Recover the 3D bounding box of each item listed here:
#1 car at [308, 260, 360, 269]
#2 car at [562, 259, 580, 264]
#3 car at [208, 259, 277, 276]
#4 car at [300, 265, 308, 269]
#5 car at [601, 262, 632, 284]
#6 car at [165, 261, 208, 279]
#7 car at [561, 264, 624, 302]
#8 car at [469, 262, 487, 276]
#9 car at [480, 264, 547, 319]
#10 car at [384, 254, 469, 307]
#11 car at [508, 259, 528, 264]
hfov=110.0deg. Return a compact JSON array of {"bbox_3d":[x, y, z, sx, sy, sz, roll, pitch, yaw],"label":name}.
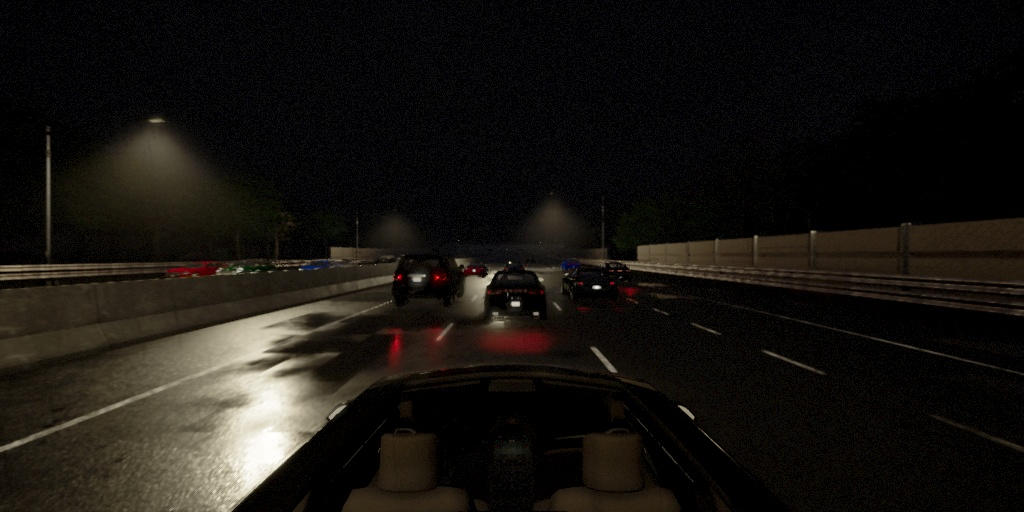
[{"bbox_3d":[-14.018,1.177,29.367,2.128,1.511,4.902,0,0,0],"label":"car"},{"bbox_3d":[7.284,1.131,44.595,1.882,1.535,5.008,0,0,0],"label":"car"},{"bbox_3d":[-21.021,1.038,28.573,2.097,1.767,4.553,0,0,0],"label":"car"},{"bbox_3d":[-17.494,1.155,33.108,1.882,1.535,5.008,0,0,0],"label":"car"},{"bbox_3d":[7.155,1.186,25.942,2.128,1.511,4.902,0,0,0],"label":"car"},{"bbox_3d":[-24.523,1.164,28.407,1.882,1.535,5.008,0,0,0],"label":"car"},{"bbox_3d":[3.522,1.276,16.864,1.994,1.385,4.181,0,0,0],"label":"car"},{"bbox_3d":[-3.299,1.242,33.402,1.994,1.385,4.181,0,0,0],"label":"car"},{"bbox_3d":[0.113,1.198,12.610,1.882,1.535,5.008,0,0,0],"label":"car"},{"bbox_3d":[-3.381,0.935,15.503,2.150,2.045,5.566,0,0,0],"label":"car"},{"bbox_3d":[0.202,1.242,33.608,1.994,1.385,4.181,0,0,0],"label":"car"}]
